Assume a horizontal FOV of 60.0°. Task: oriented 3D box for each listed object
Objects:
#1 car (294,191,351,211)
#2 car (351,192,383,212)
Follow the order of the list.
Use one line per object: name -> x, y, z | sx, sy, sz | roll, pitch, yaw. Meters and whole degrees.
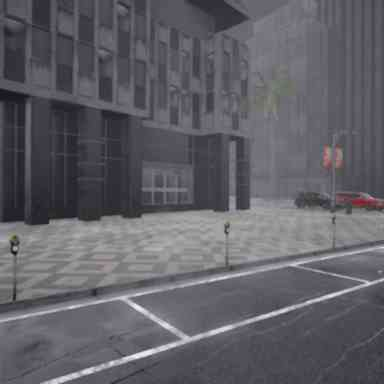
car -> 14.020, 0.960, 36.855 | 2.150, 2.045, 5.566 | 0, 1, -35
car -> 18.263, 1.027, 36.494 | 2.150, 2.045, 5.566 | 0, 1, -35
